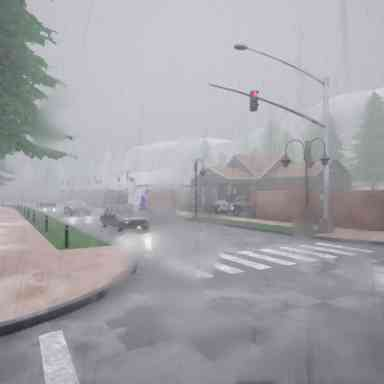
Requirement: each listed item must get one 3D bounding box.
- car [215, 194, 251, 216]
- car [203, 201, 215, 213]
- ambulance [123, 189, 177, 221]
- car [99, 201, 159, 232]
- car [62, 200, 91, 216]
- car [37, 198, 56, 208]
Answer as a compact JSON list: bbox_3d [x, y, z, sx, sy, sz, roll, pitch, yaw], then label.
[{"bbox_3d":[4.771,1.160,30.624,4.605,1.855,1.932,0,0,-31],"label":"car"},{"bbox_3d":[3.160,1.161,32.593,3.866,1.878,1.905,0,0,-31],"label":"car"},{"bbox_3d":[-3.663,1.017,26.570,2.351,2.431,6.366,0,0,-30],"label":"ambulance"},{"bbox_3d":[-4.211,1.533,20.362,2.033,1.411,5.357,0,0,-30],"label":"car"},{"bbox_3d":[-11.178,1.512,32.210,1.812,1.442,4.674,0,0,-31],"label":"car"},{"bbox_3d":[-21.140,1.552,48.301,1.994,1.385,4.181,0,0,-36],"label":"car"}]
